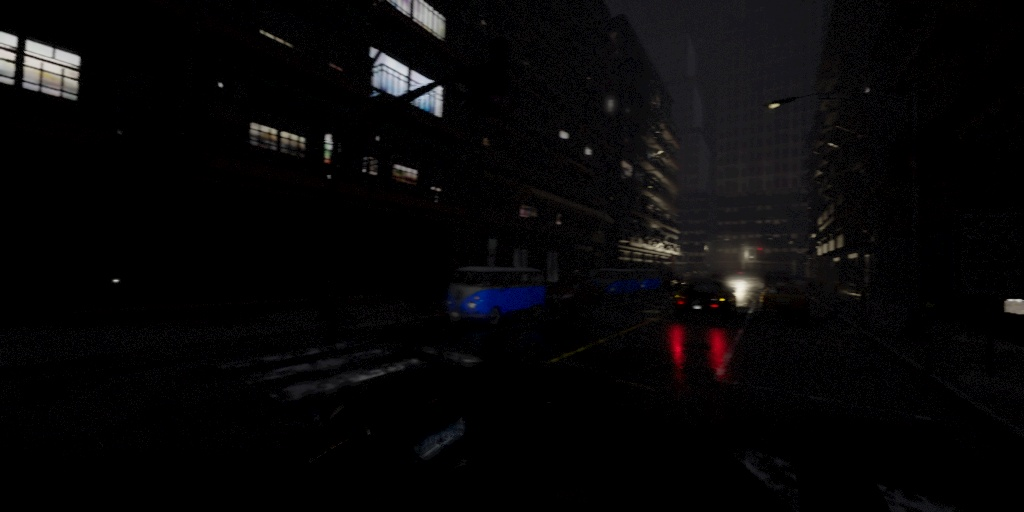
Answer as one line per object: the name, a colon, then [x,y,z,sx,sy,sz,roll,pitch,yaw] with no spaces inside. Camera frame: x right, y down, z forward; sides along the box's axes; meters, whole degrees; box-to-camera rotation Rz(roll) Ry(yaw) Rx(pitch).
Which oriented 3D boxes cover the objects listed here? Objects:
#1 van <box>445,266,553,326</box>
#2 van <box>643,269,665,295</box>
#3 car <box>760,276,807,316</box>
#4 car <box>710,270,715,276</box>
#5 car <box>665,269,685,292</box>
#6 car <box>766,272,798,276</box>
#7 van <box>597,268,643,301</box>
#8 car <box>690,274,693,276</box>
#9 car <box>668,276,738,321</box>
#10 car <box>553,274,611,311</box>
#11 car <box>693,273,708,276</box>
van: [-0.442,1.258,12.140,1.690,1.789,3.998,0,0,36]
van: [9.463,1.832,25.847,1.690,1.789,3.998,0,0,36]
car: [12.647,1.897,16.800,1.751,1.417,4.829,0,0,36]
car: [25.871,2.982,48.555,1.751,1.417,4.829,0,0,36]
car: [12.764,1.998,30.417,2.192,1.841,5.009,0,0,36]
car: [22.452,2.263,30.369,2.192,1.841,5.009,0,0,36]
van: [6.162,1.640,21.278,1.690,1.789,3.998,0,0,36]
car: [16.066,2.458,34.986,1.802,1.307,4.207,0,0,36]
car: [8.046,1.733,14.803,1.812,1.442,4.674,1,-2,36]
car: [2.860,1.690,16.709,1.802,1.307,4.207,0,0,36]
car: [22.669,2.844,44.124,1.802,1.307,4.207,0,0,36]
